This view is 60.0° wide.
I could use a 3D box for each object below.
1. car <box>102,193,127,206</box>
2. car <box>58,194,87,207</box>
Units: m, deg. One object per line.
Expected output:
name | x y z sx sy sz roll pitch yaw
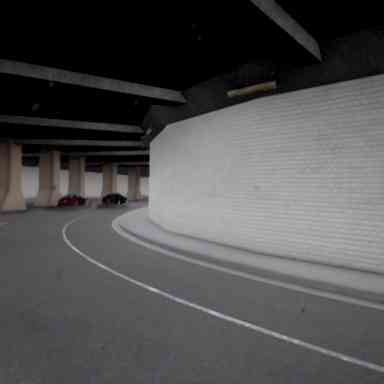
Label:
car | -9.597 0.892 41.568 1.882 1.535 5.008 1 0 5
car | -13.403 0.929 37.560 1.994 1.385 4.181 1 1 3
